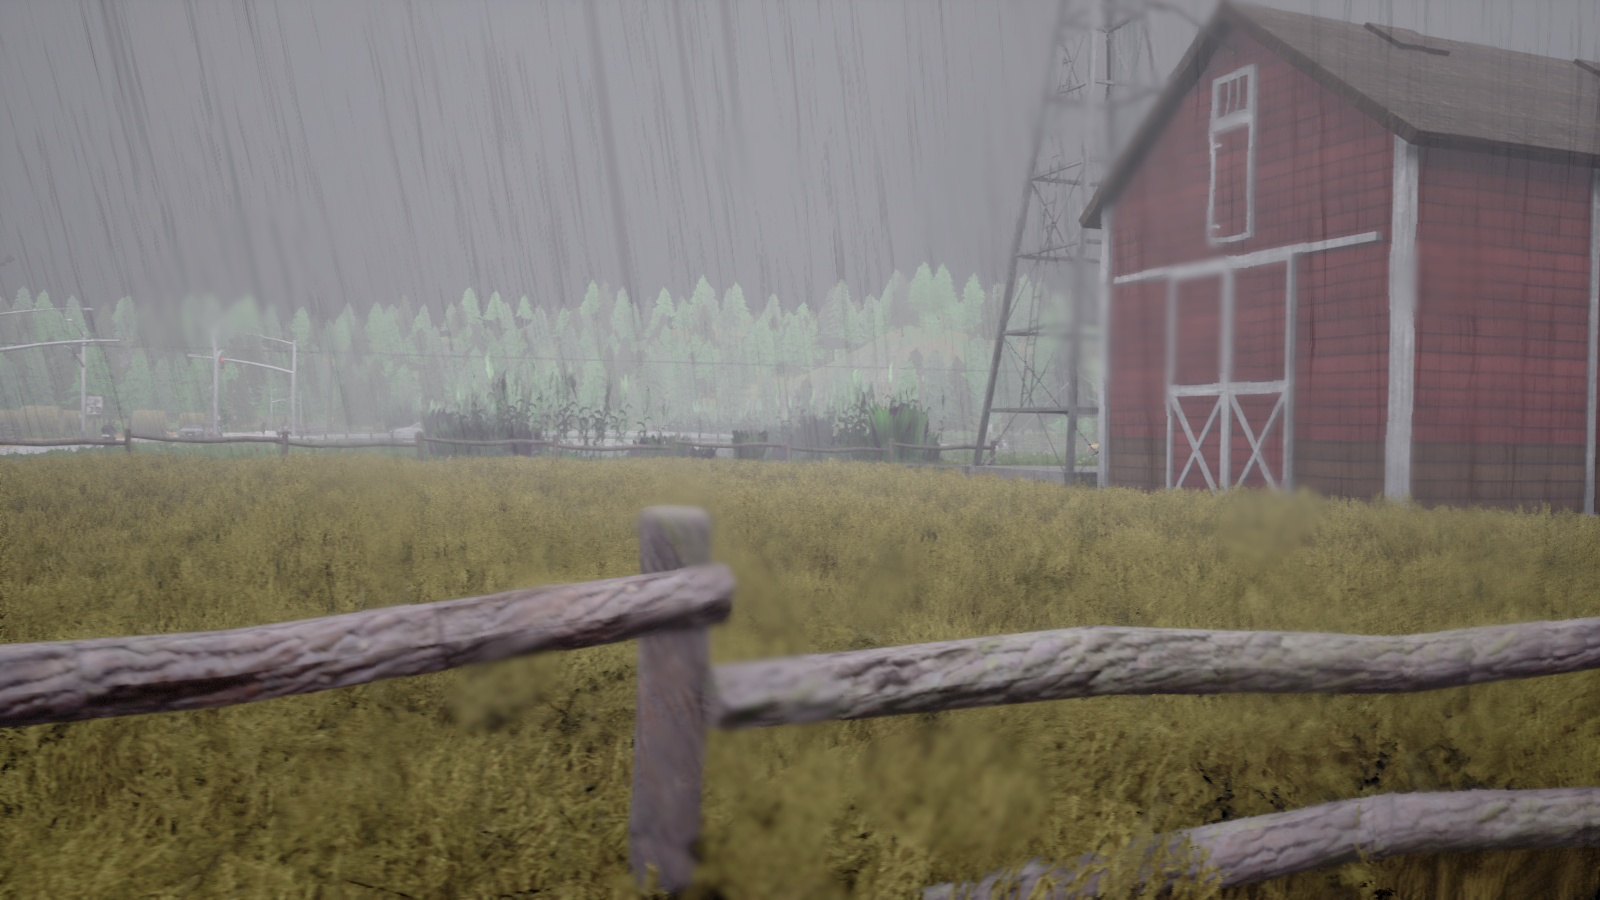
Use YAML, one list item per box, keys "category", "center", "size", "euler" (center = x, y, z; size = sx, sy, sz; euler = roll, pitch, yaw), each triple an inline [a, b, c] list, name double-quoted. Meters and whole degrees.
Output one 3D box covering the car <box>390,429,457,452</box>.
- category: "car"
  center: [-28.062, -0.738, 93.737]
  size: [4.674, 1.442, 1.812]
  euler: [-3, 2, -15]
